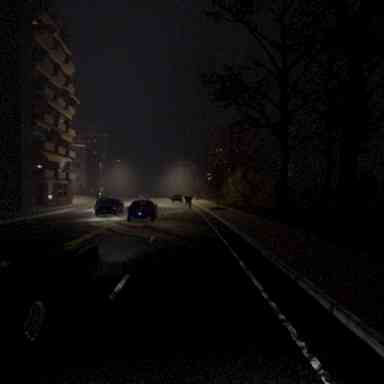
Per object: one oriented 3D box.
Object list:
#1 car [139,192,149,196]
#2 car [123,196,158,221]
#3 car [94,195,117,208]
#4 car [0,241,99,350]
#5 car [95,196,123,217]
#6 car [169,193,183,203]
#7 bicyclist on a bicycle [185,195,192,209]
[{"bbox_3d":[-10.546,0.853,72.848,2.097,1.767,4.553,0,0,-6],"label":"car"},{"bbox_3d":[-3.703,1.335,25.458,1.882,1.535,5.008,0,0,-2],"label":"car"},{"bbox_3d":[-11.404,1.247,44.322,2.128,1.511,4.902,0,0,-4],"label":"car"},{"bbox_3d":[-3.209,1.567,6.225,1.895,1.301,4.718,0,0,-1],"label":"car"},{"bbox_3d":[-7.338,1.312,29.955,1.882,1.535,5.008,0,0,-3],"label":"car"},{"bbox_3d":[-2.727,1.158,59.990,1.837,1.490,4.892,0,1,-5],"label":"car"},{"bbox_3d":[-0.222,1.238,37.399,0.582,1.620,1.656,0,0,-3],"label":"bicyclist on a bicycle"}]
